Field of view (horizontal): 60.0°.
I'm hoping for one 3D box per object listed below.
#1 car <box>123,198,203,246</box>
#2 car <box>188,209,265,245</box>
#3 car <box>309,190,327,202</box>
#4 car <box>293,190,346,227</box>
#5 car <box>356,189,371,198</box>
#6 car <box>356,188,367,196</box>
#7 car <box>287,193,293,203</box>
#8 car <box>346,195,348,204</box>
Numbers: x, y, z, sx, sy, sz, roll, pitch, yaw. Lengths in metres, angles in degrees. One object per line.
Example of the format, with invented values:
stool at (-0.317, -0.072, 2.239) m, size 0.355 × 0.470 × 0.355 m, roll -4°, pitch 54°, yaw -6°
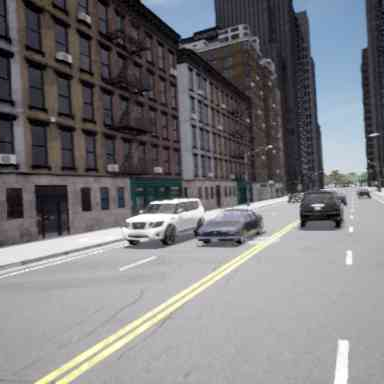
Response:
car at (-1.160, 1.403, 16.834) m, size 2.150 × 2.045 × 5.566 m, roll -3°, pitch -1°, yaw 26°
car at (2.065, 1.541, 16.006) m, size 2.033 × 1.411 × 5.357 m, roll -3°, pitch 0°, yaw 26°
car at (20.145, 0.577, 53.089) m, size 2.097 × 1.767 × 4.553 m, roll -3°, pitch 0°, yaw 26°
car at (7.867, 0.917, 20.110) m, size 2.150 × 2.045 × 5.566 m, roll -3°, pitch 0°, yaw 26°
car at (28.716, 0.261, 55.552) m, size 1.837 × 1.490 × 4.892 m, roll -3°, pitch -1°, yaw 26°
car at (36.024, -0.017, 70.805) m, size 2.033 × 1.411 × 5.357 m, roll -3°, pitch 0°, yaw 26°
car at (16.422, 0.940, 52.860) m, size 1.837 × 1.490 × 4.892 m, roll -3°, pitch 0°, yaw 27°
car at (17.420, 0.818, 39.722) m, size 1.812 × 1.442 × 4.674 m, roll -3°, pitch 0°, yaw 26°
